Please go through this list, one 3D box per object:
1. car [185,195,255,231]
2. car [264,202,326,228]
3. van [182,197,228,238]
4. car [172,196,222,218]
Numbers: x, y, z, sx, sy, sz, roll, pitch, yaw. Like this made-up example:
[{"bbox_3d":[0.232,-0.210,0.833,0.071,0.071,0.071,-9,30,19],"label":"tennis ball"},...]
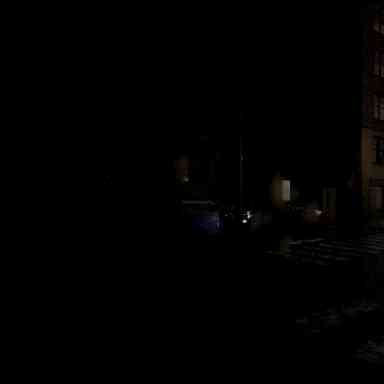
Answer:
[{"bbox_3d":[1.321,1.215,20.172,2.150,2.045,5.566,0,0,-33],"label":"car"},{"bbox_3d":[6.782,1.423,22.392,1.967,1.590,4.097,0,0,-35],"label":"car"},{"bbox_3d":[-0.189,1.340,17.483,1.690,1.788,3.998,0,0,-35],"label":"van"},{"bbox_3d":[0.370,1.292,31.538,2.192,1.841,5.009,0,0,-35],"label":"car"}]
